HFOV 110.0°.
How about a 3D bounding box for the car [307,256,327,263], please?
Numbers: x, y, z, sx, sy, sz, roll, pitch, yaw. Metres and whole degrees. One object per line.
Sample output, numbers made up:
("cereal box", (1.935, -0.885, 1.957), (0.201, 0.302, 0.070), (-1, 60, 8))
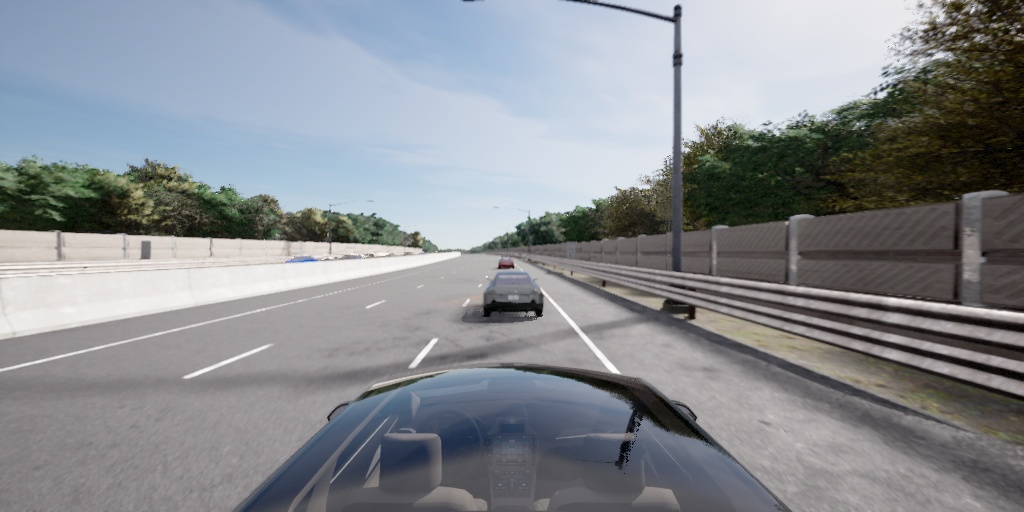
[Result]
("car", (-21.827, 0.852, 42.637), (1.895, 1.301, 4.718), (0, 1, -2))

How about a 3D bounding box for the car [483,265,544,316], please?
("car", (0.026, 1.209, 12.877), (1.994, 1.385, 4.181), (0, 1, -1))

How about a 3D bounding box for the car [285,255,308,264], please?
("car", (-25.351, 0.712, 43.410), (1.882, 1.535, 5.008), (0, 1, -2))

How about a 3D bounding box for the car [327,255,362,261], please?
("car", (-18.254, 0.649, 40.185), (2.097, 1.767, 4.553), (0, 1, -2))

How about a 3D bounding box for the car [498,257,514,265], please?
("car", (-0.742, 0.791, 45.013), (1.994, 1.385, 4.181), (0, 1, -2))
